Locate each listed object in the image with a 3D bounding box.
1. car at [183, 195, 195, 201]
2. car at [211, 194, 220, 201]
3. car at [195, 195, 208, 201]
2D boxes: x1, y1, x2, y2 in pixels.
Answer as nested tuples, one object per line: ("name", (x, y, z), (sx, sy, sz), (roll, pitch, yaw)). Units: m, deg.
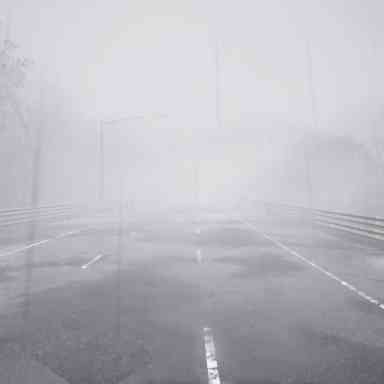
("car", (-1.132, 1.621, 85.775), (2.033, 1.411, 5.357), (0, 0, 6))
("car", (5.953, 1.437, 86.310), (2.097, 1.767, 4.553), (0, 0, 6))
("car", (2.397, 1.676, 85.897), (1.895, 1.301, 4.718), (0, 0, 6))
